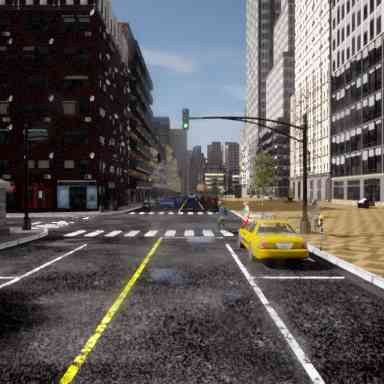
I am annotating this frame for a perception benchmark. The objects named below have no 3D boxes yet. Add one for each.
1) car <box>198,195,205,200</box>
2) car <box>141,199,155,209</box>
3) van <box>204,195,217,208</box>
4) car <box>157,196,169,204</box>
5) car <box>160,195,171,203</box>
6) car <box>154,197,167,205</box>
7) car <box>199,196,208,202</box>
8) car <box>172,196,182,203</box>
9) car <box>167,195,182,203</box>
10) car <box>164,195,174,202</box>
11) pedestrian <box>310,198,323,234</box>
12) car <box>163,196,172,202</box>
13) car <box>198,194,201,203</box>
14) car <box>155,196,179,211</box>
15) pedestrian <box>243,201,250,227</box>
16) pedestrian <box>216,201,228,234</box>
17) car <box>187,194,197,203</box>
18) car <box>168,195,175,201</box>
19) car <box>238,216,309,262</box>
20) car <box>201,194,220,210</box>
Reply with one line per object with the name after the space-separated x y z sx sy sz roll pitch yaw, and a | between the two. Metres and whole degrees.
2.672 1.633 94.101 1.752 1.417 4.829 0 0 0 | car
-5.700 1.571 44.190 2.008 1.369 4.403 0 0 0 | car
2.677 1.368 49.717 1.690 1.788 3.998 0 0 0 | van
-5.704 1.597 66.295 1.887 1.381 4.507 0 0 0 | car
-5.706 1.503 71.823 1.967 1.590 4.097 0 0 0 | car
-5.703 1.594 60.769 2.008 1.369 4.403 0 0 0 | car
2.674 1.618 77.351 1.887 1.381 4.507 0 0 0 | car
-3.020 1.563 68.556 1.837 1.490 4.892 0 -1 0 | car
-3.093 1.509 53.023 1.882 1.535 5.008 0 0 0 | car
-5.708 1.524 82.876 1.967 1.590 4.097 0 0 0 | car
6.093 1.144 16.459 0.375 1.860 0.375 0 0 0 | pedestrian
-5.706 1.655 77.350 1.802 1.307 4.206 0 0 0 | car
2.675 1.367 66.297 2.192 1.841 5.009 0 0 0 | car
-3.104 1.566 41.892 2.033 1.411 5.357 0 0 0 | car
2.818 1.297 17.118 0.375 1.860 0.375 0 0 0 | pedestrian
1.589 1.300 17.658 0.375 1.860 0.375 0 0 0 | pedestrian
-0.012 1.618 73.383 1.994 1.385 4.181 0 0 0 | car
-5.709 1.632 93.760 1.752 1.417 4.829 0 0 0 | car
2.684 1.526 11.948 1.752 1.417 4.829 0 0 0 | car
2.678 1.336 44.192 2.192 1.841 5.009 0 0 0 | car
